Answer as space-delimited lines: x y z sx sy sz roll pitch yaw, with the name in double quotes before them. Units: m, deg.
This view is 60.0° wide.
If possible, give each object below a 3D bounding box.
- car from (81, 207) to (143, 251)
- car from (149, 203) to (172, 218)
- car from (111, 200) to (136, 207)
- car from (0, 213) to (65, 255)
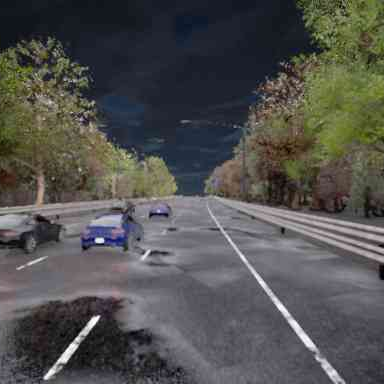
"car" -3.329 1.609 14.371 1.812 1.442 4.674 0 0 0
"car" -3.066 1.754 33.044 1.994 1.385 4.181 0 0 1
"car" -6.599 1.487 31.764 1.837 1.490 4.892 -1 7 1
"car" -6.851 1.605 13.668 1.812 1.442 4.674 0 0 1
